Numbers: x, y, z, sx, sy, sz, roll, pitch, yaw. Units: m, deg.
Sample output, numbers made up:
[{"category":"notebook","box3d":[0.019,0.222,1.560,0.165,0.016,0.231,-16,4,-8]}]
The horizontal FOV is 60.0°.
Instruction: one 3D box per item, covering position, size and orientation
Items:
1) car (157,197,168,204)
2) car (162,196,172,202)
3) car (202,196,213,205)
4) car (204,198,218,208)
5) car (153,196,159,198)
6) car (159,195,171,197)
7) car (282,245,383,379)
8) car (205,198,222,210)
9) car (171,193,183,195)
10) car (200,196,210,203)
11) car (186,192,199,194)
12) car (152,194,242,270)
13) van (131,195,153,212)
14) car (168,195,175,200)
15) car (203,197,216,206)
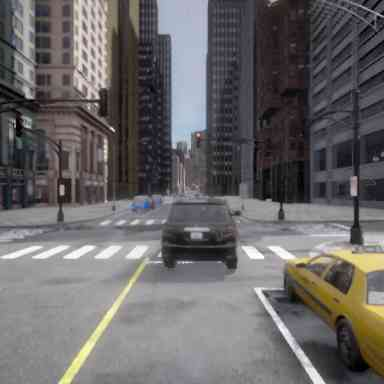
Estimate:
[{"category":"car","box3d":[-5.785,1.618,65.511,1.802,1.307,4.206,0,0,0]},{"category":"car","box3d":[-5.785,1.597,76.561,2.008,1.369,4.403,0,0,0]},{"category":"car","box3d":[2.763,1.556,60.141,1.752,1.417,4.829,0,0,0]},{"category":"car","box3d":[2.768,1.565,48.920,1.887,1.381,4.507,0,0,0]},{"category":"car","box3d":[-5.785,1.561,43.412,1.887,1.381,4.507,0,0,0]},{"category":"car","box3d":[-3.095,1.543,45.787,1.812,1.442,4.674,0,0,0]},{"category":"car","box3d":[2.765,1.526,5.472,1.752,1.417,4.829,0,0,0]},{"category":"car","box3d":[2.770,1.561,43.395,1.887,1.381,4.507,0,0,0]},{"category":"car","box3d":[-3.015,1.548,65.599,1.837,1.490,4.892,0,0,0]},{"category":"car","box3d":[2.759,1.586,71.022,1.887,1.381,4.507,0,0,0]},{"category":"car","box3d":[-0.011,1.418,73.108,2.128,1.511,4.902,0,0,0]},{"category":"car","box3d":[0.470,1.222,11.236,2.150,2.045,5.566,0,0,7]},{"category":"van","box3d":[-5.786,1.353,37.887,1.690,1.788,3.998,0,0,0]},{"category":"car","box3d":[-5.785,1.587,92.966,1.752,1.417,4.829,0,0,0]},{"category":"car","box3d":[2.766,1.570,54.445,1.887,1.381,4.507,0,0,0]}]
